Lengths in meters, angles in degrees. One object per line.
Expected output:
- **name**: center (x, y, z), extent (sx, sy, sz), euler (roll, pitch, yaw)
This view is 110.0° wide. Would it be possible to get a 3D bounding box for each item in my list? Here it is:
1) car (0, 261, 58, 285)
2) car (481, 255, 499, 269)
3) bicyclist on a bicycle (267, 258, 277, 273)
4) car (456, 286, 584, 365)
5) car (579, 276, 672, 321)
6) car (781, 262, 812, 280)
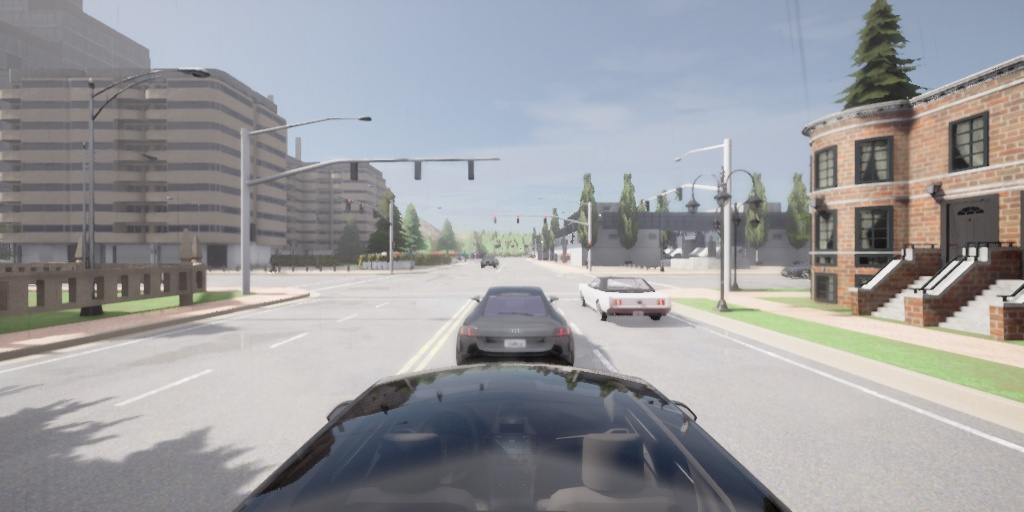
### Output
- **car**: center (-33.339, 1.200, 23.268), extent (5.008, 1.535, 1.882), euler (0, 0, 0)
- **car**: center (-3.573, 0.900, 55.547), extent (2.150, 2.045, 5.566), euler (0, 0, 1)
- **bicyclist on a bicycle**: center (-25.251, 1.007, 37.744), extent (0.582, 1.620, 1.656), euler (0, 0, 0)
- **car**: center (0.063, 1.307, 7.496), extent (1.994, 1.385, 4.181), euler (0, 0, 0)
- **car**: center (3.581, 1.337, 12.346), extent (1.895, 1.301, 4.718), euler (0, 0, 0)
- **car**: center (25.478, 1.218, 30.346), extent (4.892, 1.490, 1.837), euler (0, 0, -3)
